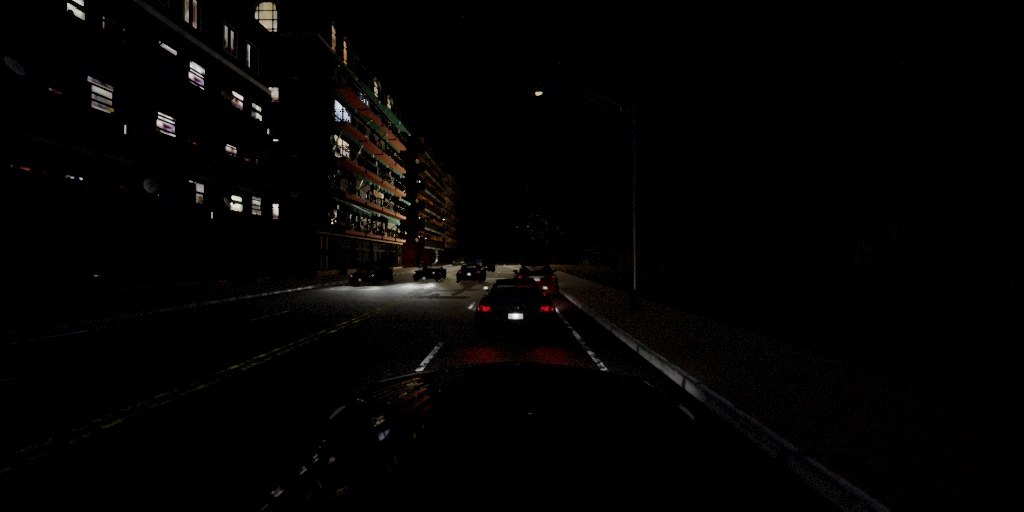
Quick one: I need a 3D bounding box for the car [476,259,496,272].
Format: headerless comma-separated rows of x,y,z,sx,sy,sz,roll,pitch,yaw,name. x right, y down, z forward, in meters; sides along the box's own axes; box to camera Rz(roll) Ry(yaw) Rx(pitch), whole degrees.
-3.131,1.315,45.266,1.994,1.385,4.181,0,0,0,car

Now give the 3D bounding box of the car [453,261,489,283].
-3.141,1.316,28.228,1.994,1.385,4.181,0,0,0,car

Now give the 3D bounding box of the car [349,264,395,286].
-9.843,1.278,25.528,1.812,1.442,4.674,0,0,0,car

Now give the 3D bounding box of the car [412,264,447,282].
-6.591,1.353,29.044,1.895,1.301,4.718,0,0,0,car

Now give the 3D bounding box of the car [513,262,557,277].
1.143,1.103,18.587,2.097,1.767,4.553,0,0,0,car

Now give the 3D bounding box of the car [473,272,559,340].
0.097,1.315,10.007,1.994,1.385,4.181,0,0,0,car
